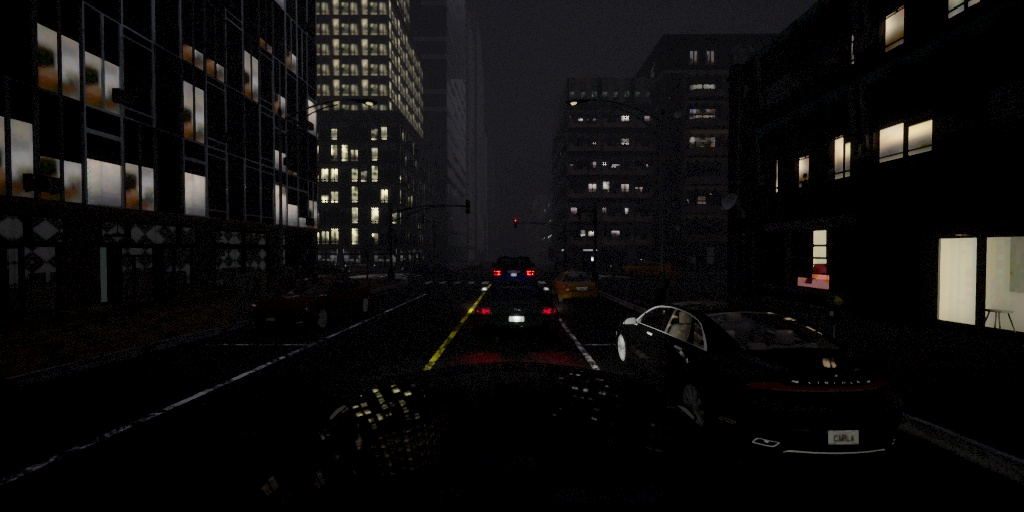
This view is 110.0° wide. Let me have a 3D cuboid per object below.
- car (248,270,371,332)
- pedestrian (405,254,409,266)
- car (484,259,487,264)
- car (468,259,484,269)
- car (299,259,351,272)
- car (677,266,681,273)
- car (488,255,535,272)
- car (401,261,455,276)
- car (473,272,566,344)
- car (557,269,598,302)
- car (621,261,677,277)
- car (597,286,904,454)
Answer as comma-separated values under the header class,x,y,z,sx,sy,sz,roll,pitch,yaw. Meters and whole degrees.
class,x,y,z,sx,sy,sz,roll,pitch,yaw
car,-5.826,1.292,10.918,1.888,1.381,4.507,0,0,0
pedestrian,-12.568,0.670,42.974,0.375,1.860,0.375,0,0,1
car,-5.719,1.304,60.114,1.948,1.339,4.313,0,0,0
car,-5.716,1.264,54.290,1.751,1.417,4.829,0,0,0
car,-17.874,1.154,34.310,4.674,1.442,1.812,1,1,2
car,16.290,1.373,39.654,4.403,1.370,2.007,0,0,1
car,0.085,0.967,19.451,2.150,2.045,5.566,0,0,0
car,-8.705,1.253,37.419,5.357,1.411,2.033,1,1,0
car,0.094,1.312,9.643,1.994,1.385,4.181,0,0,0
car,2.811,1.271,16.678,1.751,1.417,4.829,0,0,0
car,13.833,1.323,37.063,5.008,1.535,1.882,0,1,0
car,2.816,1.299,5.220,2.007,1.370,4.403,0,0,0
